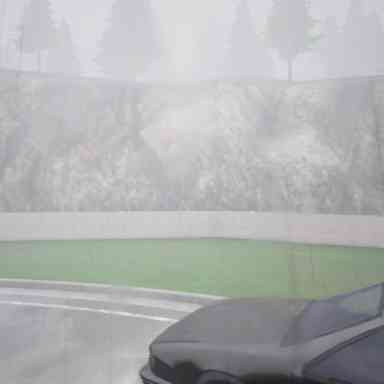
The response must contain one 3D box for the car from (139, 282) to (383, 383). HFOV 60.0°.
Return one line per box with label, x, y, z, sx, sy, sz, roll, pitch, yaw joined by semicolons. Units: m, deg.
car;2.142;1.548;2.715;5.357;1.411;2.033;0;0;31
